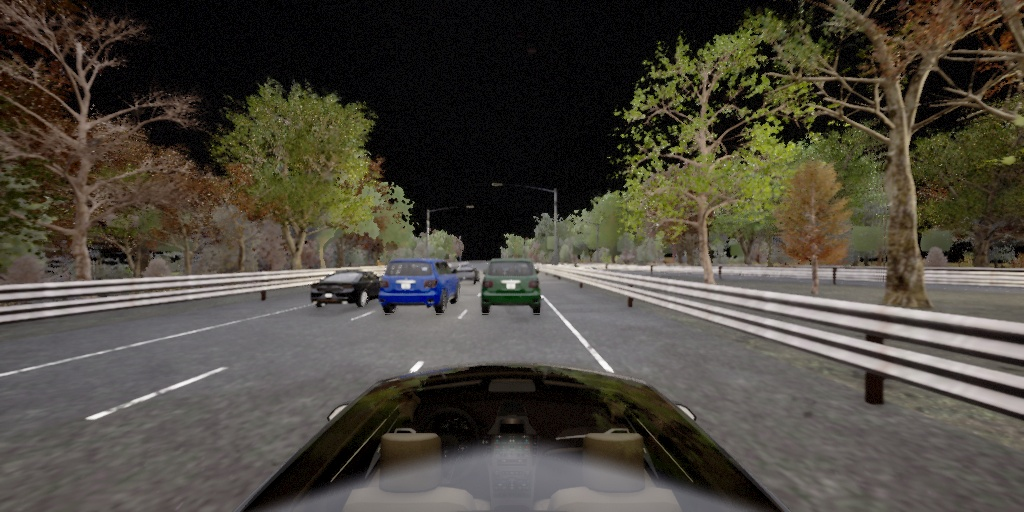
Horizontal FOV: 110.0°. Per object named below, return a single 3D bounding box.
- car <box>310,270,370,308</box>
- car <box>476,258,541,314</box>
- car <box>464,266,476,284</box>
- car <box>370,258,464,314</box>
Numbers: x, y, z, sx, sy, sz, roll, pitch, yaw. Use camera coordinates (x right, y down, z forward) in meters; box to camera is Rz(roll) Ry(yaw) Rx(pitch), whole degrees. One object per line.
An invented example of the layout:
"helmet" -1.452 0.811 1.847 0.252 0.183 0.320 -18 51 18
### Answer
"car" -7.042 1.381 16.218 1.882 1.535 5.008 0 0 0
"car" -0.038 1.111 14.585 2.150 2.045 5.566 0 0 0
"car" -3.751 1.555 30.564 2.128 1.511 4.902 0 -1 -1
"car" -3.539 1.112 14.606 2.150 2.045 5.566 0 0 0
